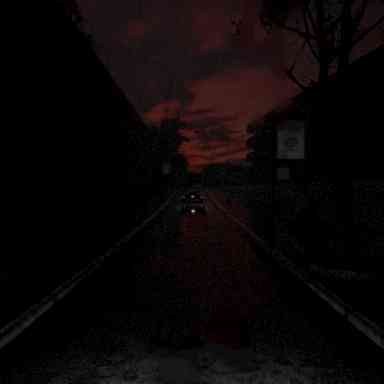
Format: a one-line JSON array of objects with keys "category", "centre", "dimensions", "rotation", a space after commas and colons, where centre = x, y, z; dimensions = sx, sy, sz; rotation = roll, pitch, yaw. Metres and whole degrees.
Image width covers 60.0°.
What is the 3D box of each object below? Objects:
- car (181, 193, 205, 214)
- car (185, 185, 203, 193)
[{"category": "car", "centre": [0.092, 1.061, 27.466], "dimensions": [1.895, 1.301, 4.718], "rotation": [0, 2, 0]}, {"category": "car", "centre": [0.088, 0.242, 42.911], "dimensions": [1.812, 1.442, 4.674], "rotation": [0, 3, 0]}]
